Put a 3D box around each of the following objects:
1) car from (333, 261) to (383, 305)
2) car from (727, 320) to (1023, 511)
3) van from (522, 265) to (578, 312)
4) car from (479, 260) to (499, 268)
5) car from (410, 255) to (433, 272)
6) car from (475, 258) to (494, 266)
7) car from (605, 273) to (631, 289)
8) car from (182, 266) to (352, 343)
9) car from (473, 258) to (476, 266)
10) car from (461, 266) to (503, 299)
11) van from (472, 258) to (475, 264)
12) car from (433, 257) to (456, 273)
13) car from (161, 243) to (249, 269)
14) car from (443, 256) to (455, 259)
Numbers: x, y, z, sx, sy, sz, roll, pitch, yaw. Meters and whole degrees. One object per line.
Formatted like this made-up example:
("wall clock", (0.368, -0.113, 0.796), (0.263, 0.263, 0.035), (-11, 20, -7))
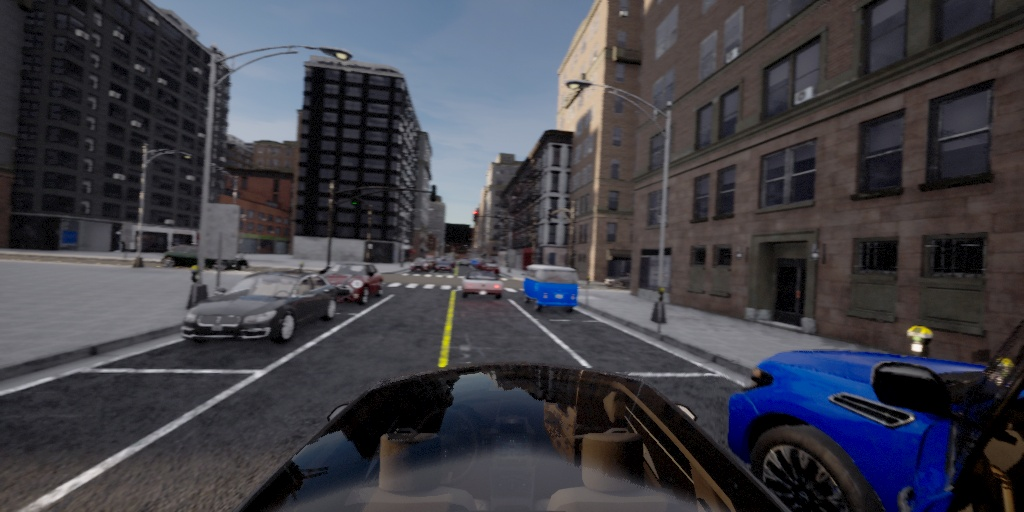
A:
("car", (-6.450, 0.946, 14.175), (1.967, 1.591, 4.097), (0, 0, -8))
("car", (3.314, 1.145, 0.897), (2.150, 2.045, 5.566), (3, -1, -8))
("van", (1.475, 1.292, 15.355), (1.690, 1.789, 3.998), (0, 0, -8))
("car", (-2.487, 1.509, 41.942), (1.888, 1.381, 4.507), (0, 0, -8))
("car", (-10.412, 0.959, 40.762), (1.967, 1.591, 4.097), (0, 0, -8))
("car", (-3.284, 1.282, 47.292), (2.192, 1.841, 5.009), (0, 0, -8))
("car", (10.697, 2.210, 32.115), (4.674, 1.442, 1.812), (3, -1, -8))
("car", (-5.613, 1.053, 8.557), (2.007, 1.370, 4.403), (0, 0, -8))
("car", (-4.878, 1.516, 57.994), (1.888, 1.381, 4.507), (0, 0, -8))
("car", (-1.654, 1.408, 18.721), (1.895, 1.301, 4.718), (3, -1, -8))
("van", (-5.676, 1.314, 63.345), (1.690, 1.789, 3.998), (0, 0, -8))
("car", (-7.963, 1.226, 41.822), (1.994, 1.385, 4.181), (3, 0, -8))
("car", (-20.701, 0.073, 24.421), (4.553, 1.767, 2.097), (4, -1, -8))
("car", (-10.438, 1.023, 58.883), (2.097, 1.767, 4.553), (3, 0, -8))
